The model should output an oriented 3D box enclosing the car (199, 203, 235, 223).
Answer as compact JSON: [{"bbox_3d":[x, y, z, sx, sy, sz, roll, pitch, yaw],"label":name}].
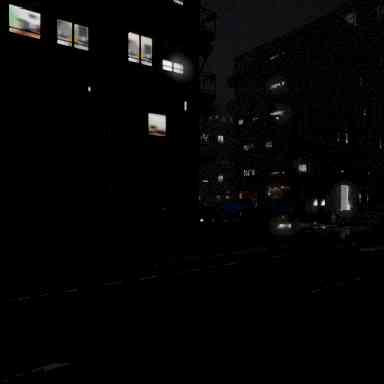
[{"bbox_3d":[1.798,1.874,28.649,1.802,1.307,4.206,-1,0,-36],"label":"car"}]

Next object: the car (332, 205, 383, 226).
[{"bbox_3d":[12.576,1.663,23.950,4.674,1.442,1.812,-1,1,36],"label":"car"}]

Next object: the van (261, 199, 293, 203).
[{"bbox_3d":[8.541,1.603,33.562,1.690,1.788,3.998,-1,0,-36],"label":"van"}]

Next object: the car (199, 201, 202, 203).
[{"bbox_3d":[0.352,1.713,34.961,2.097,1.767,4.553,0,-1,-36],"label":"car"}]

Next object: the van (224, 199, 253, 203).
[{"bbox_3d":[5.228,1.676,38.080,1.690,1.788,3.998,-1,0,-36],"label":"van"}]

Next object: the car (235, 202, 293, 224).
[{"bbox_3d":[5.907,1.802,27.399,1.994,1.385,4.181,0,-1,-36],"label":"car"}]
